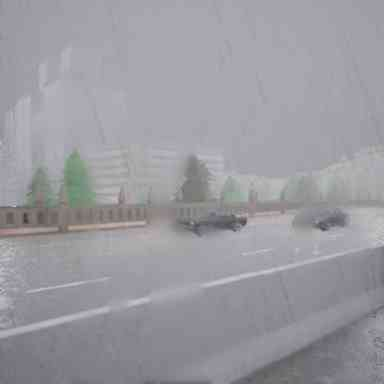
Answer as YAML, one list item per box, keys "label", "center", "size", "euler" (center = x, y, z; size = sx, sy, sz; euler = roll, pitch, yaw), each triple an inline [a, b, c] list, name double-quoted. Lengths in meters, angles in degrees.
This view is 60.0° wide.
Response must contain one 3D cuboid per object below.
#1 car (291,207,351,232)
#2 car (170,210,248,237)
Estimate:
- label: "car"
  center: [8.394, 1.653, 21.269]
  size: [2.033, 1.411, 5.357]
  euler: [0, 0, 44]
- label: "car"
  center: [1.038, 1.701, 18.849]
  size: [4.718, 1.301, 1.895]
  euler: [0, -1, -44]
